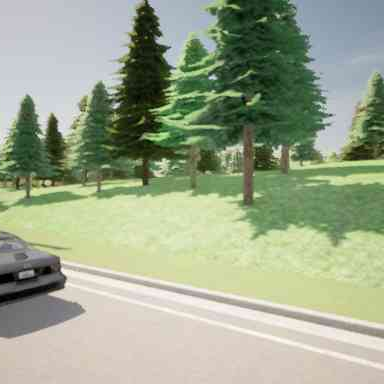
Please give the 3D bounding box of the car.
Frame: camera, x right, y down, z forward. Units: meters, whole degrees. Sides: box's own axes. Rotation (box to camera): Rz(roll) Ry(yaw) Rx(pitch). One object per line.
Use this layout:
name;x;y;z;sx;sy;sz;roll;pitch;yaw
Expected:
car;-5.102;1.578;7.619;5.357;1.411;2.033;0;0;36
